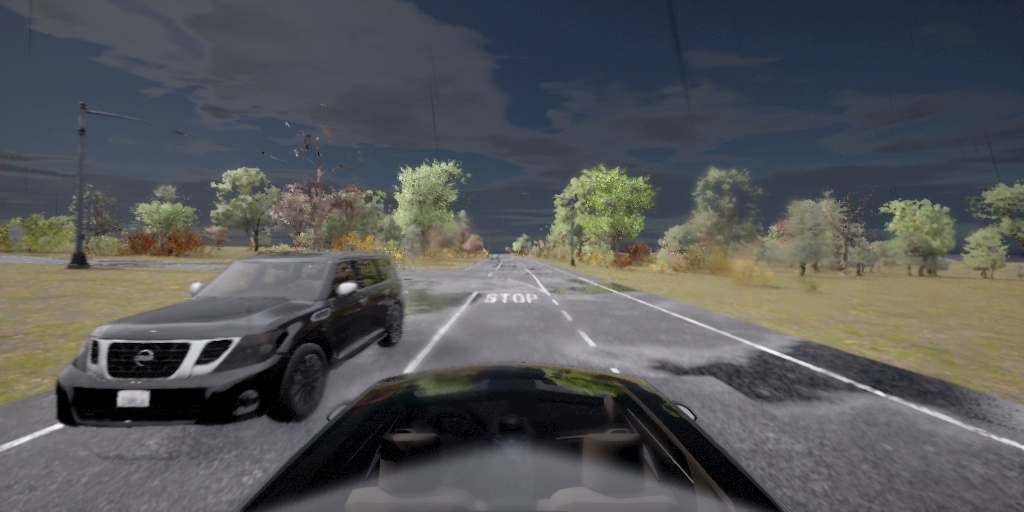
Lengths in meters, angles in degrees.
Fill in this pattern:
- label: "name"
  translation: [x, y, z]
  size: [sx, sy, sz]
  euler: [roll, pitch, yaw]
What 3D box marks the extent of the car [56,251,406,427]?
- label: "car"
  translation: [-3.512, 0.938, 6.085]
  size: [2.150, 2.045, 5.566]
  euler: [0, 1, 0]
